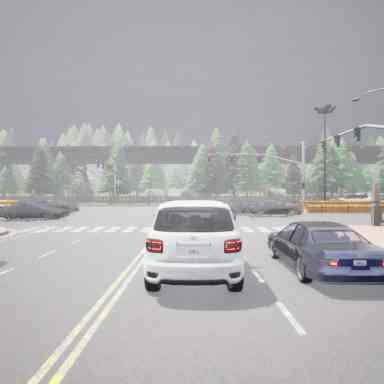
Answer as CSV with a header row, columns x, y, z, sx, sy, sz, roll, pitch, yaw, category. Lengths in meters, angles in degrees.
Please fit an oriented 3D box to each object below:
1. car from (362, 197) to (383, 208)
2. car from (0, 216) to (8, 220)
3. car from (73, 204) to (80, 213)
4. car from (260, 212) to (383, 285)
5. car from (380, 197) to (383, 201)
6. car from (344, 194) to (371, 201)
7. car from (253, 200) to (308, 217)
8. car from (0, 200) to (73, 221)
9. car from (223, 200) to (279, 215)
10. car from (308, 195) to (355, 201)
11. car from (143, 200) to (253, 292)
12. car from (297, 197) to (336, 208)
x,y,z,sx,sy,sz,roll,pitch,yaw,category
27.319,1.505,47.727,4.892,1.490,1.837,0,0,0,car
-7.012,1.547,7.946,2.033,1.411,5.357,0,0,1,car
-13.954,1.492,33.748,4.902,1.511,2.128,0,0,0,car
3.576,1.547,9.550,2.033,1.411,5.357,0,0,0,car
26.174,1.478,40.734,5.008,1.535,1.882,0,0,0,car
21.113,1.221,44.256,5.566,2.045,2.150,0,0,0,car
7.450,1.491,30.130,4.902,1.511,2.128,0,0,0,car
-12.789,1.547,26.742,5.357,1.411,2.033,0,0,0,car
5.859,1.547,33.639,5.357,1.411,2.033,0,0,0,car
16.671,1.491,40.779,4.902,1.511,2.128,0,0,0,car
0.067,1.221,9.061,2.150,2.045,5.566,0,0,1,car
17.827,1.477,47.774,5.008,1.535,1.882,0,0,0,car
